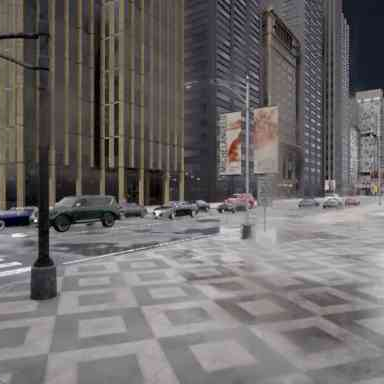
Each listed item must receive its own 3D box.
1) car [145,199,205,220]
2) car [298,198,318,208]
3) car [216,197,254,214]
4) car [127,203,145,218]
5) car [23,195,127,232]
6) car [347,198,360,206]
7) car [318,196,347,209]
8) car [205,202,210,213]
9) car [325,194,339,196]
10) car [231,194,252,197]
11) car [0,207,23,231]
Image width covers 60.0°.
[{"bbox_3d":[-1.323,1.514,28.487,2.128,1.511,4.902,0,0,36],"label":"car"},{"bbox_3d":[17.031,1.614,48.251,2.033,1.411,5.357,0,0,36],"label":"car"},{"bbox_3d":[4.784,1.585,37.017,2.033,1.411,5.357,0,0,35],"label":"car"},{"bbox_3d":[-5.672,1.576,27.992,1.994,1.385,4.181,0,0,35],"label":"car"},{"bbox_3d":[-6.994,1.232,20.549,2.150,2.045,5.566,0,0,36],"label":"car"},{"bbox_3d":[27.967,1.658,57.968,1.994,1.385,4.181,0,0,35],"label":"car"},{"bbox_3d":[19.659,1.621,46.331,2.033,1.411,5.357,0,0,35],"label":"car"},{"bbox_3d":[0.243,1.552,36.260,1.812,1.442,4.674,0,0,36],"label":"car"},{"bbox_3d":[25.439,1.310,60.022,2.150,2.045,5.566,0,0,36],"label":"car"},{"bbox_3d":[6.378,1.263,44.787,2.150,2.045,5.566,0,0,37],"label":"car"},{"bbox_3d":[-10.796,1.602,20.819,1.895,1.301,4.718,0,0,35],"label":"car"}]
